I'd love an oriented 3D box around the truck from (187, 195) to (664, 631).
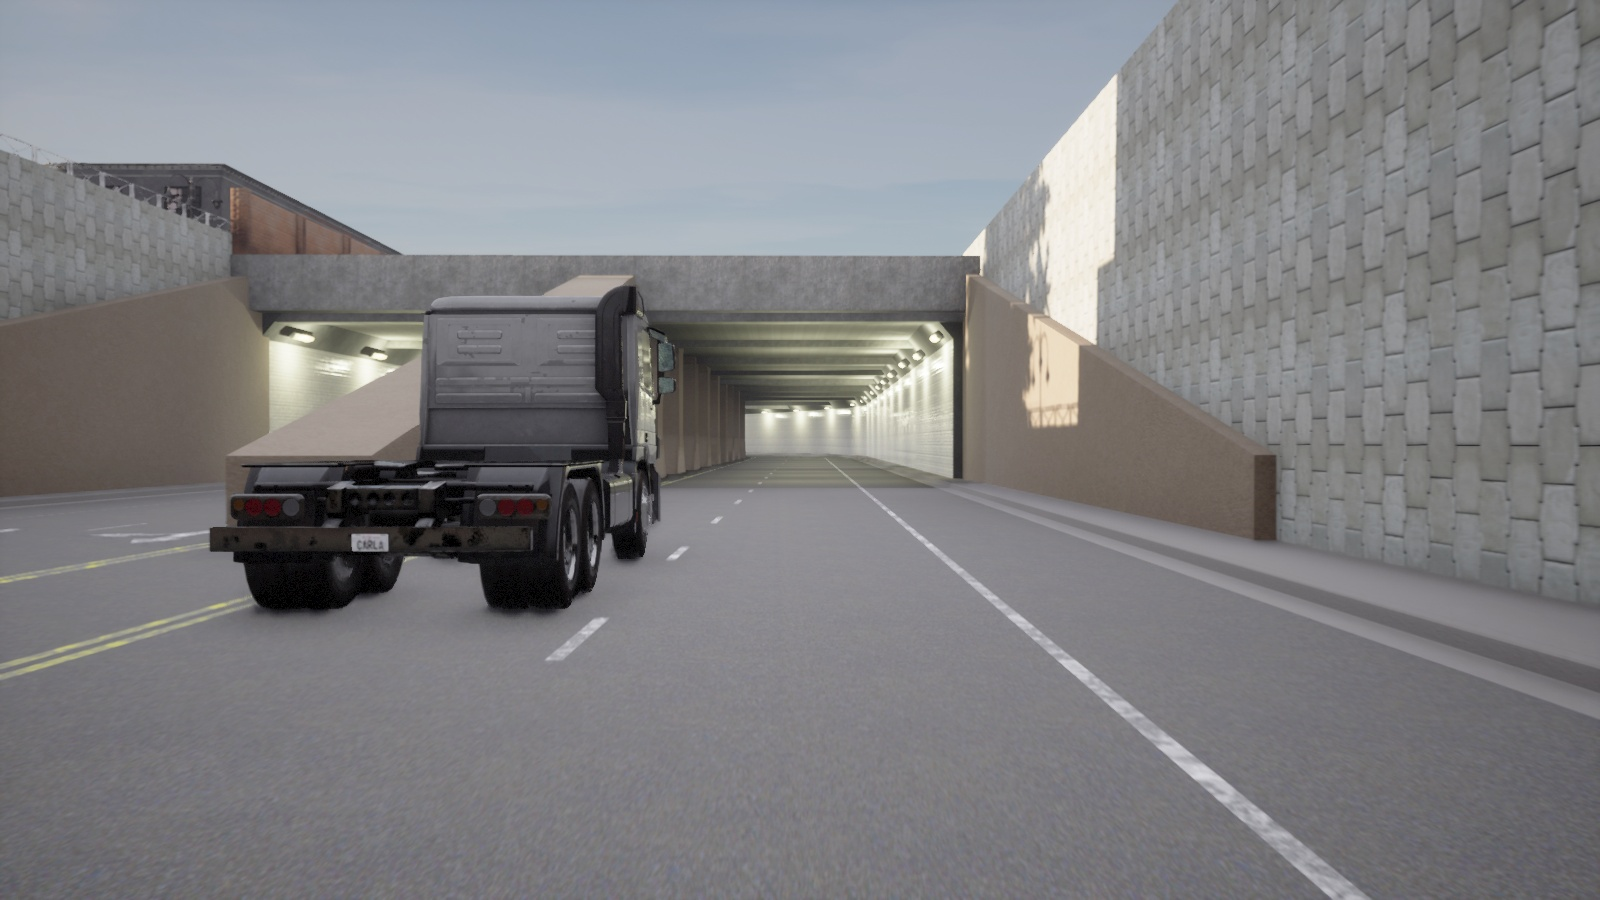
[{"bbox_3d":[-3.406,-0.317,13.957,2.891,3.462,7.936,0,0,0],"label":"truck"}]
